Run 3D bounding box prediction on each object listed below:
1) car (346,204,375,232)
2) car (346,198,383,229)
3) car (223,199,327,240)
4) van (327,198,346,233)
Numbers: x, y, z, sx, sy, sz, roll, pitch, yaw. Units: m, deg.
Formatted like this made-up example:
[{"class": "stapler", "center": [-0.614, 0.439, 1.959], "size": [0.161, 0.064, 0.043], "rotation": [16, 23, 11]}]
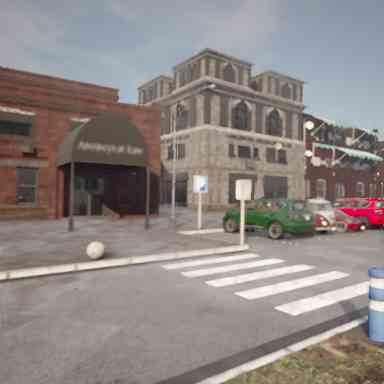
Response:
[{"class": "car", "center": [8.771, 1.717, 21.711], "size": [2.163, 1.488, 4.792], "rotation": [1, 0, -35]}, {"class": "car", "center": [10.903, 1.457, 23.295], "size": [2.435, 2.045, 5.566], "rotation": [1, 0, -35]}, {"class": "car", "center": [4.105, 1.386, 18.469], "size": [2.435, 2.045, 5.566], "rotation": [1, 0, -35]}, {"class": "van", "center": [6.454, 1.437, 19.957], "size": [1.878, 1.987, 4.442], "rotation": [1, 0, -35]}]
